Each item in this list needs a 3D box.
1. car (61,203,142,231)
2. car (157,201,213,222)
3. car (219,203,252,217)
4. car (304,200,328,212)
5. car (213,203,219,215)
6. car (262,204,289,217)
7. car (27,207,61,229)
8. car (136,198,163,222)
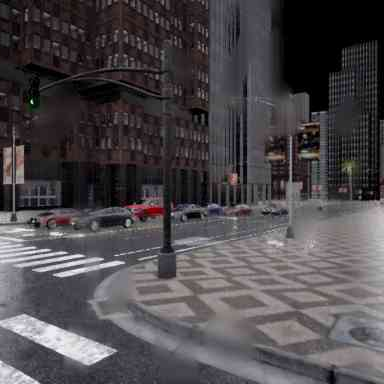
[{"bbox_3d":[-5.975,1.748,22.536,1.837,1.490,4.892,0,-1,35],"label":"car"},{"bbox_3d":[-0.501,1.873,30.346,2.128,1.511,4.902,0,-1,35],"label":"car"},{"bbox_3d":[5.385,2.057,38.730,1.812,1.442,4.674,0,-1,35],"label":"car"},{"bbox_3d":[19.355,2.372,52.708,2.033,1.411,5.357,0,-1,35],"label":"car"},{"bbox_3d":[1.954,2.034,39.515,1.812,1.442,4.674,0,-1,35],"label":"car"},{"bbox_3d":[10.060,2.130,39.415,2.033,1.411,5.357,0,-1,35],"label":"car"},{"bbox_3d":[-9.264,1.788,23.491,1.994,1.385,4.181,0,-1,36],"label":"car"},{"bbox_3d":[-3.976,1.579,31.051,2.150,2.045,5.566,0,-1,35],"label":"car"}]
